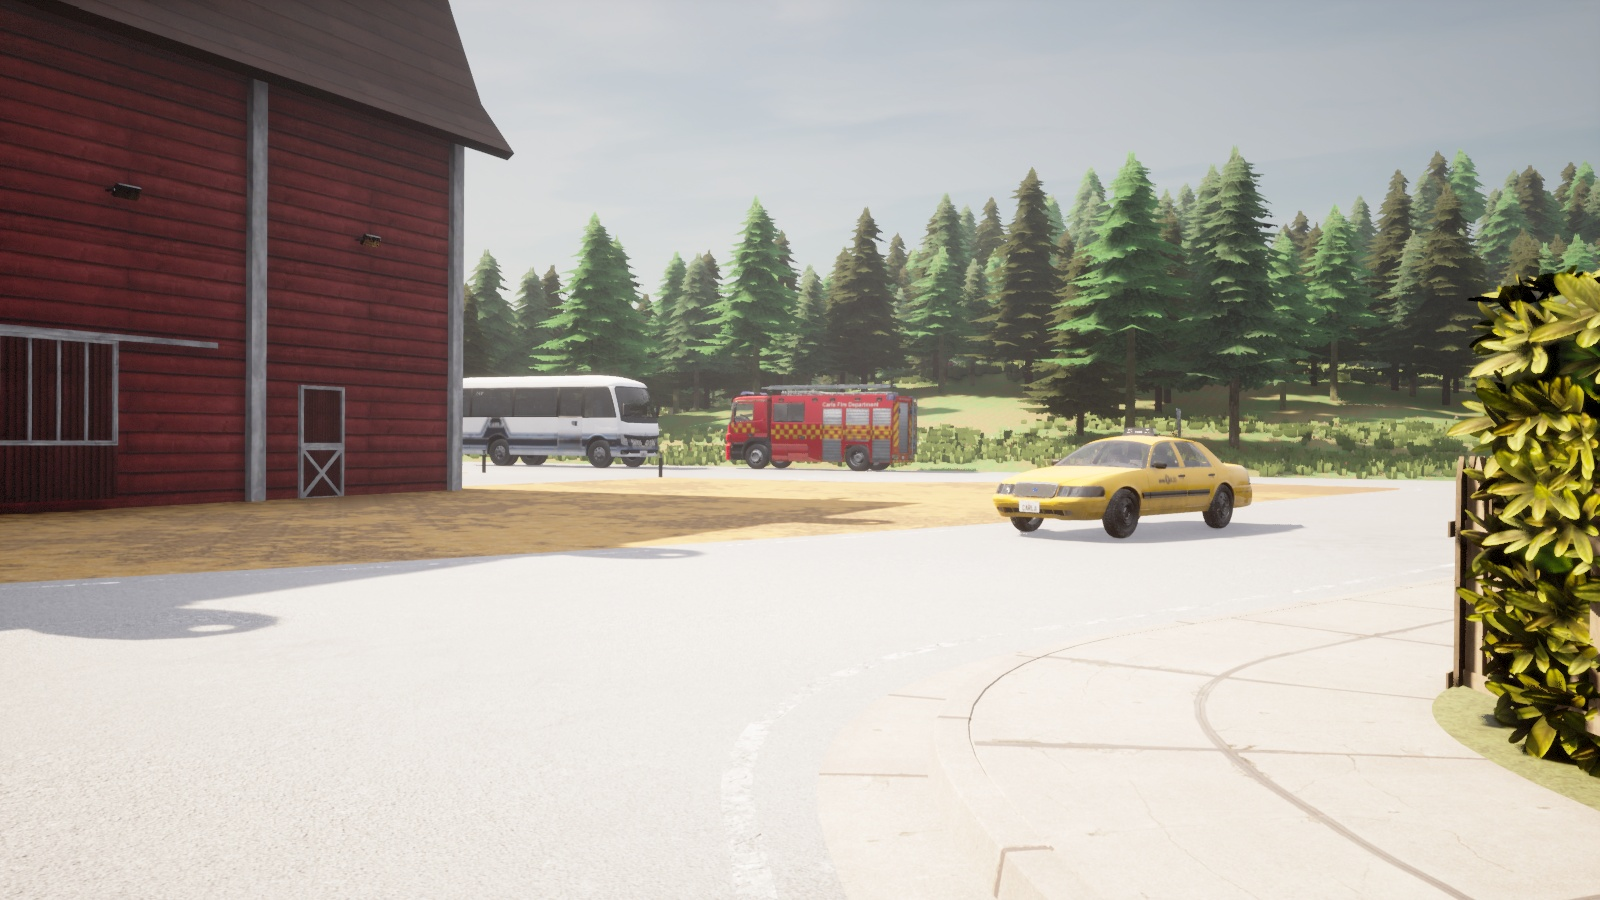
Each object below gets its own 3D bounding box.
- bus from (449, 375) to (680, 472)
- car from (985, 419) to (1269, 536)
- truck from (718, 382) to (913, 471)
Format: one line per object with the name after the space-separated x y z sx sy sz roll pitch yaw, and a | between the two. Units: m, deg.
-11.112 -1.139 59.087 10.273 4.253 3.944 0 0 26 | bus
5.204 0.325 19.426 1.801 1.575 5.366 0 1 45 | car
0.666 -1.021 57.294 8.468 3.827 2.891 0 0 26 | truck
